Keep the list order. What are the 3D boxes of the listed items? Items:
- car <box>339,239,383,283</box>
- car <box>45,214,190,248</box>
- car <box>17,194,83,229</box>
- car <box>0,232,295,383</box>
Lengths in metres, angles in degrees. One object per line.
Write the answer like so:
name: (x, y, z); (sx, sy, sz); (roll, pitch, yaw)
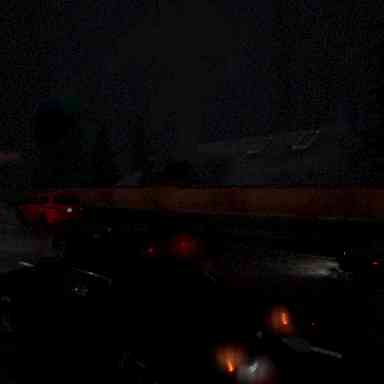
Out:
car: (6.531, 1.570, 7.971); (5.357, 1.411, 2.033); (1, 0, 36)
car: (-2.424, 1.559, 10.418); (4.718, 1.301, 1.895); (0, 0, 39)
car: (-8.938, 1.110, 20.818); (5.566, 2.045, 2.150); (1, 0, 43)
car: (-1.094, 1.582, 4.928); (4.718, 1.301, 1.895); (0, 0, 37)
